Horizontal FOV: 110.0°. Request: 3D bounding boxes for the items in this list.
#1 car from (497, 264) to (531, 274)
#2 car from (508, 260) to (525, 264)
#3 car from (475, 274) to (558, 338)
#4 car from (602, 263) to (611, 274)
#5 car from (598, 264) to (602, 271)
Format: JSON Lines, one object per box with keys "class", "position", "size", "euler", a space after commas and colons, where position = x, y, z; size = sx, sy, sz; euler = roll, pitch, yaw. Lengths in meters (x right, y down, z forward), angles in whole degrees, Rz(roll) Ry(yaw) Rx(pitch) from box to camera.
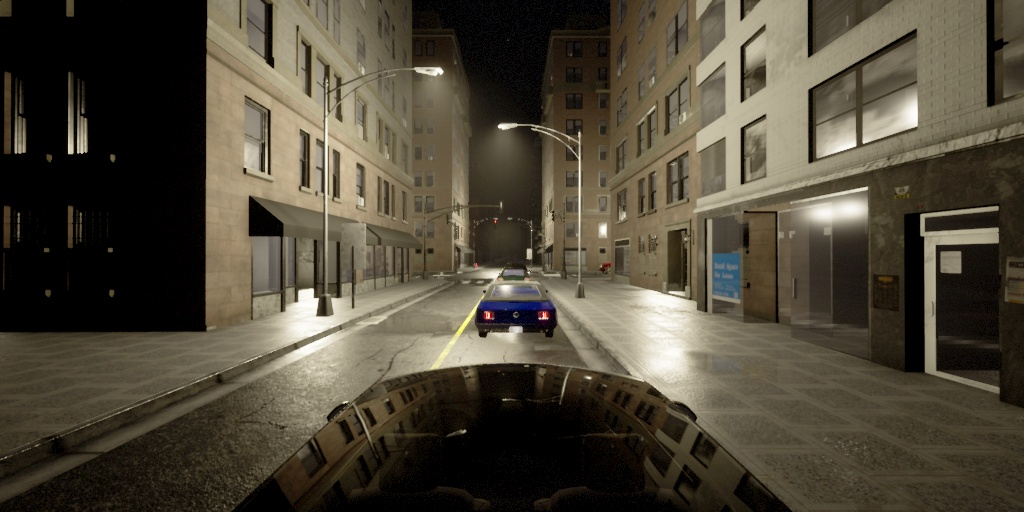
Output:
{"class": "car", "position": [0.092, 1.320, 20.073], "size": [1.994, 1.385, 4.181], "euler": [0, 0, 0]}
{"class": "car", "position": [0.560, 1.262, 44.874], "size": [1.882, 1.535, 5.008], "euler": [-1, 0, -8]}
{"class": "car", "position": [0.099, 1.352, 10.184], "size": [1.895, 1.301, 4.718], "euler": [0, 0, 0]}
{"class": "car", "position": [12.304, 1.375, 37.432], "size": [4.718, 1.301, 1.895], "euler": [0, 0, 0]}
{"class": "car", "position": [12.255, 1.099, 39.970], "size": [5.009, 1.841, 2.192], "euler": [0, 0, 0]}
